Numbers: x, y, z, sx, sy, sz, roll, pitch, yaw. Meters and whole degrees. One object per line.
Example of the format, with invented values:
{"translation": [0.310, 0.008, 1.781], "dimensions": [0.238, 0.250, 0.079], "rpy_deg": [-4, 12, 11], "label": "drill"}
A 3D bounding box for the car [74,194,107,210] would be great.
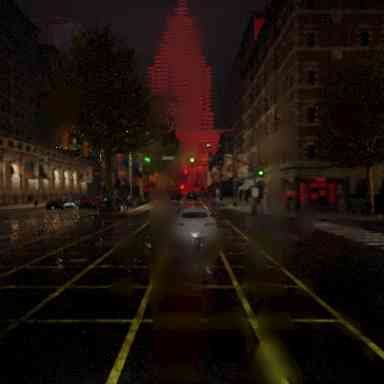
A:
{"translation": [-11.587, 1.222, 38.692], "dimensions": [1.882, 1.535, 5.008], "rpy_deg": [0, 0, 0], "label": "car"}

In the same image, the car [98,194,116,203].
{"translation": [-15.005, 1.091, 58.694], "dimensions": [1.882, 1.535, 5.008], "rpy_deg": [0, 0, 0], "label": "car"}

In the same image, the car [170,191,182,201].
{"translation": [-3.506, 1.095, 69.303], "dimensions": [1.994, 1.385, 4.181], "rpy_deg": [0, 0, 0], "label": "car"}

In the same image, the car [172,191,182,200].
{"translation": [-3.507, 0.708, 78.453], "dimensions": [2.150, 2.045, 5.566], "rpy_deg": [0, 0, 0], "label": "car"}

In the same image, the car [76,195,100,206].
{"translation": [-15.020, 1.187, 48.280], "dimensions": [1.837, 1.490, 4.892], "rpy_deg": [0, 0, 1], "label": "car"}

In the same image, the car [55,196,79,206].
{"translation": [-18.254, 1.273, 48.810], "dimensions": [1.895, 1.301, 4.718], "rpy_deg": [0, 0, 0], "label": "car"}

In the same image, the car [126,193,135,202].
{"translation": [-11.505, 0.965, 58.725], "dimensions": [2.097, 1.767, 4.553], "rpy_deg": [0, 0, 0], "label": "car"}

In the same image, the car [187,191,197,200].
{"translation": [-0.007, 0.708, 78.318], "dimensions": [2.150, 2.045, 5.566], "rpy_deg": [0, 0, 0], "label": "car"}

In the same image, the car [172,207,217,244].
{"translation": [0.099, 1.425, 15.146], "dimensions": [1.812, 1.442, 4.674], "rpy_deg": [0, 0, 0], "label": "car"}

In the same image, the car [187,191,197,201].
{"translation": [-0.006, 0.900, 68.920], "dimensions": [2.097, 1.767, 4.553], "rpy_deg": [0, 0, 0], "label": "car"}

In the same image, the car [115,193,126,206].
{"translation": [-11.523, 1.228, 48.506], "dimensions": [2.033, 1.411, 5.357], "rpy_deg": [0, 0, 0], "label": "car"}

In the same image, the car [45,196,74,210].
{"translation": [-15.086, 1.292, 38.741], "dimensions": [2.033, 1.411, 5.357], "rpy_deg": [0, 0, 0], "label": "car"}
